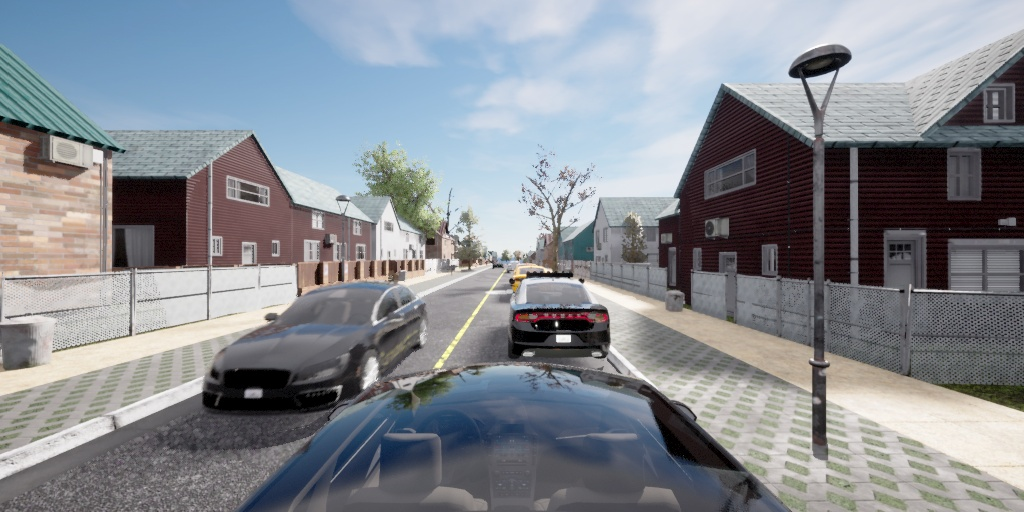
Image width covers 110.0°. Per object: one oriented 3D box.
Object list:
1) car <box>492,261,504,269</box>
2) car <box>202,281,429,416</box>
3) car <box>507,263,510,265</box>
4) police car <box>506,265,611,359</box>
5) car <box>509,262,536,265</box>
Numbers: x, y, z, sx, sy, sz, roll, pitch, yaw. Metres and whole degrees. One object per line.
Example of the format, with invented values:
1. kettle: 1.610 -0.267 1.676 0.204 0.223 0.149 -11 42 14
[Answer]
1. car: -2.340 1.551 59.996 1.895 1.301 4.718 0 0 0
2. car: -2.810 1.255 6.348 1.837 1.490 4.892 0 0 0
3. car: 0.345 1.383 45.730 1.812 1.442 4.674 0 0 1
4. police car: 0.879 1.176 8.567 1.930 1.638 5.238 0 0 0
5. car: 0.948 1.238 18.458 1.882 1.535 5.008 0 0 0
